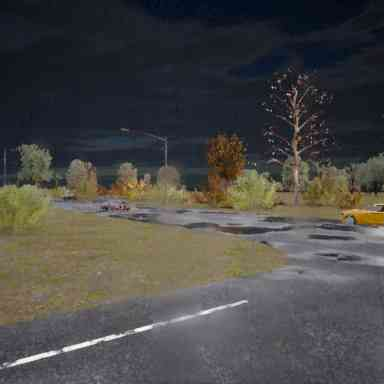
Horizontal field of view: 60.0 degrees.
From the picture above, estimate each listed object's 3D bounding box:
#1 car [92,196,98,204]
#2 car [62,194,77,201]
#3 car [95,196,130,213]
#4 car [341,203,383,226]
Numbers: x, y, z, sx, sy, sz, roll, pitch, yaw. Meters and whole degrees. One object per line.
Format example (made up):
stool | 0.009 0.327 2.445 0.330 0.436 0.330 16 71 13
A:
car | -15.147 1.292 56.034 2.033 1.411 5.357 0 0 -37
car | -25.963 1.117 70.214 1.882 1.535 5.008 0 0 -37
car | -8.279 1.425 35.488 1.994 1.385 4.181 0 0 -37
car | 11.852 1.441 20.625 1.882 1.535 5.008 0 0 -37
